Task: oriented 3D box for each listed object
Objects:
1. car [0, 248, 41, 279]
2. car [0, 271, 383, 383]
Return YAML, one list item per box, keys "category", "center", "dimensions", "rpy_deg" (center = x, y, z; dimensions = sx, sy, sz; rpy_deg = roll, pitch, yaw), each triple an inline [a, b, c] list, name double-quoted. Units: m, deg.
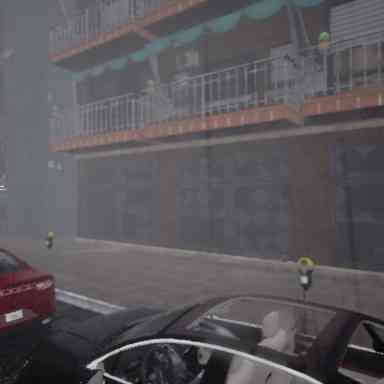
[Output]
- category: "car"
  center: [-4.279, 1.607, 5.923]
  dimensions: [4.507, 1.381, 1.887]
  rpy_deg: [-1, 0, 35]
- category: "car"
  center: [0.332, 1.562, 2.637]
  dimensions: [4.403, 1.369, 2.008]
  rpy_deg: [-1, 0, 35]
